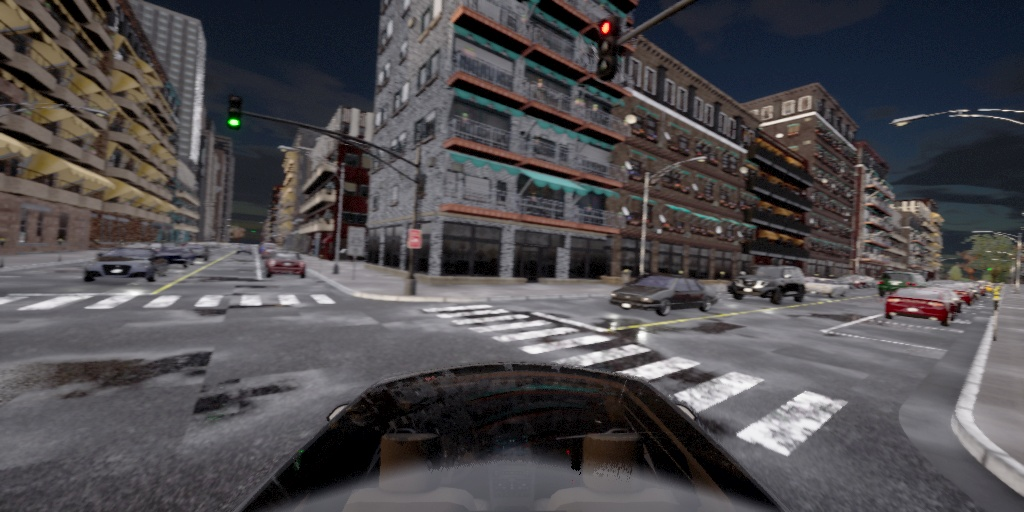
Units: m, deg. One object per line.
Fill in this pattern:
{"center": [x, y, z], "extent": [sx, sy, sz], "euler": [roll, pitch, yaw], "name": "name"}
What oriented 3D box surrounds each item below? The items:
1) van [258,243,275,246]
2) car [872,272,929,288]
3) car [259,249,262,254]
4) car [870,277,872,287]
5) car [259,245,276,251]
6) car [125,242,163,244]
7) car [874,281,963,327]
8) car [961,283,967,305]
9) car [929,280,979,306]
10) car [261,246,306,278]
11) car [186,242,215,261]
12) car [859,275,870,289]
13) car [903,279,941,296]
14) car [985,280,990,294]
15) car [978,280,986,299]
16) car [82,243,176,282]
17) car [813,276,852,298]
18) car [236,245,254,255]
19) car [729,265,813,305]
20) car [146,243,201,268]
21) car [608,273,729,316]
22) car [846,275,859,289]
{"center": [-32.856, -0.807, 48.327], "extent": [1.690, 1.789, 3.998], "euler": [0, 0, -36], "name": "van"}
{"center": [31.452, 2.331, 28.765], "extent": [5.566, 2.045, 2.150], "euler": [3, 0, -32], "name": "car"}
{"center": [-16.767, 0.330, 25.833], "extent": [2.007, 1.370, 4.403], "euler": [0, 0, -36], "name": "car"}
{"center": [44.229, 3.235, 45.124], "extent": [4.403, 1.370, 2.007], "euler": [0, 0, -36], "name": "car"}
{"center": [-26.420, -0.196, 39.330], "extent": [1.802, 1.307, 4.207], "euler": [0, 0, -36], "name": "car"}
{"center": [-26.783, -0.305, 25.452], "extent": [2.007, 1.370, 4.403], "euler": [0, 0, -36], "name": "car"}
{"center": [17.079, 1.999, 15.015], "extent": [4.507, 1.381, 1.888], "euler": [0, 0, -36], "name": "car"}
{"center": [21.619, 2.245, 18.392], "extent": [4.207, 1.307, 1.802], "euler": [0, 0, -36], "name": "car"}
{"center": [30.778, 2.632, 25.032], "extent": [4.507, 1.381, 1.888], "euler": [0, 0, -36], "name": "car"}
{"center": [-13.549, 0.406, 21.335], "extent": [1.967, 1.591, 4.097], "euler": [0, 0, -36], "name": "car"}
{"center": [-28.042, -0.348, 31.741], "extent": [1.994, 1.385, 4.181], "euler": [4, 0, -35], "name": "car"}
{"center": [39.648, 2.912, 41.804], "extent": [4.097, 1.591, 1.967], "euler": [0, 0, -36], "name": "car"}
{"center": [40.285, 3.082, 35.214], "extent": [4.181, 1.385, 1.994], "euler": [3, 0, -36], "name": "car"}
{"center": [49.103, 3.376, 38.311], "extent": [4.097, 1.591, 1.967], "euler": [0, 0, -36], "name": "car"}
{"center": [39.941, 3.062, 31.672], "extent": [4.403, 1.370, 2.007], "euler": [0, 0, -36], "name": "car"}
{"center": [-16.453, 0.323, 15.523], "extent": [1.994, 1.385, 4.181], "euler": [4, 0, -36], "name": "car"}
{"center": [23.044, 2.311, 26.538], "extent": [4.718, 1.301, 1.895], "euler": [3, 0, -36], "name": "car"}
{"center": [-37.664, -0.895, 50.505], "extent": [2.033, 1.411, 5.357], "euler": [4, 0, -36], "name": "car"}
{"center": [14.757, 1.548, 20.525], "extent": [5.566, 2.045, 2.150], "euler": [3, 0, -35], "name": "car"}
{"center": [-22.207, 0.027, 23.567], "extent": [1.895, 1.301, 4.718], "euler": [4, 0, -36], "name": "car"}
{"center": [6.264, 1.482, 14.392], "extent": [5.357, 1.411, 2.033], "euler": [3, 0, -36], "name": "car"}
{"center": [35.066, 2.825, 38.485], "extent": [4.313, 1.339, 1.948], "euler": [0, 0, -36], "name": "car"}
